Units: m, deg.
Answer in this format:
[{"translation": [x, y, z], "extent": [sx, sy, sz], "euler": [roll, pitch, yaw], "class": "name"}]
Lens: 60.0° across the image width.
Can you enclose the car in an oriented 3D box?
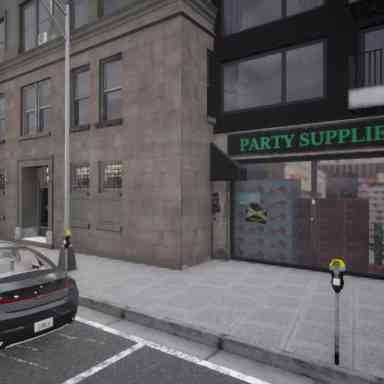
[{"translation": [-3.778, 1.551, 5.739], "extent": [4.403, 1.369, 2.008], "euler": [0, 0, 35], "class": "car"}]
